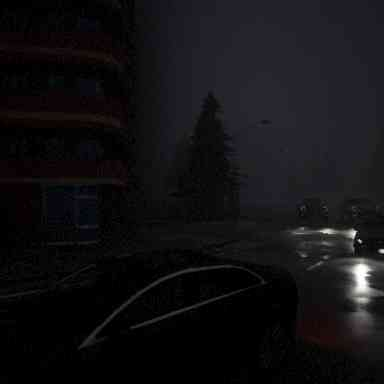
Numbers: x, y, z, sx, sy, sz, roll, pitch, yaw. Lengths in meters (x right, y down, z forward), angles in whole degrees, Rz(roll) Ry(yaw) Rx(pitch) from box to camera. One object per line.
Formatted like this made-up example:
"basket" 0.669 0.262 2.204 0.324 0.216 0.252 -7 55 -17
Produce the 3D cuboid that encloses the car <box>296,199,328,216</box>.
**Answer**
"car" 9.354 1.238 26.233 2.097 1.767 4.553 0 -1 12

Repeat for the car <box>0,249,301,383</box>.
"car" -0.630 1.527 3.933 4.902 1.511 2.128 0 -1 -41

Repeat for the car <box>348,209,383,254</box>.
"car" 7.900 1.667 13.748 2.033 1.411 5.357 0 -1 31

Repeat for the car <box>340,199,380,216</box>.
"car" 12.779 1.231 25.513 2.097 1.767 4.553 0 -1 12
